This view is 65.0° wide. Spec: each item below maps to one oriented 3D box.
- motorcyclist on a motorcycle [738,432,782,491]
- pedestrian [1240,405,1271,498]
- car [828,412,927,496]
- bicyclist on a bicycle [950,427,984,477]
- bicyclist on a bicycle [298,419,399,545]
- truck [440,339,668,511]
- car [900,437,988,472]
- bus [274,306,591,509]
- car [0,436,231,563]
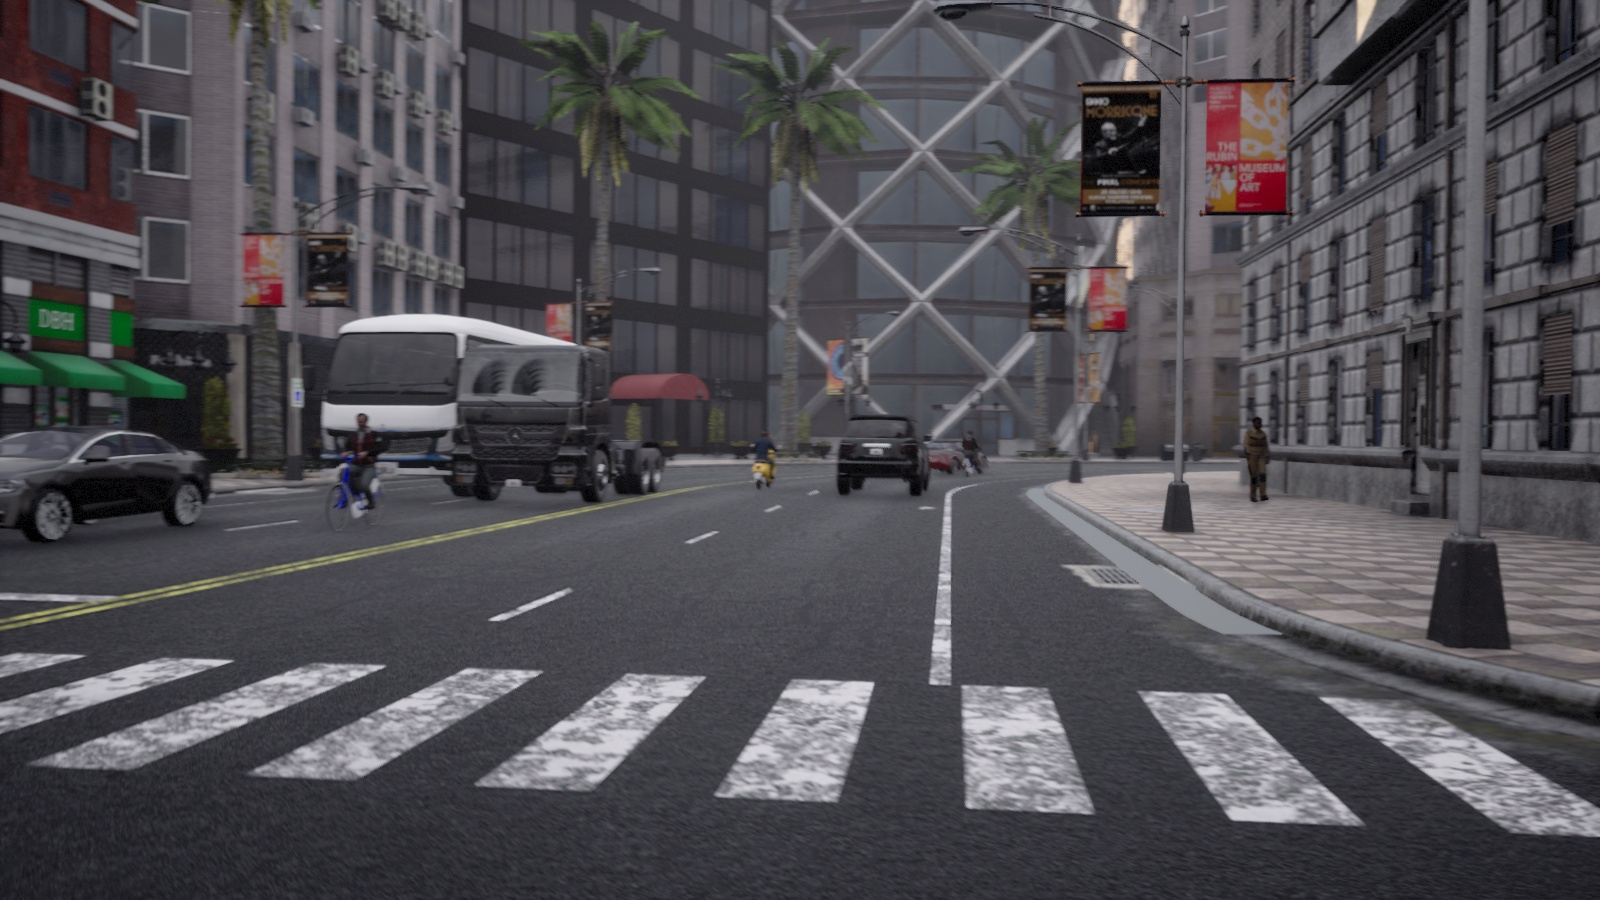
[{"bbox_3d":[-1.101,0.303,35.007,0.866,1.590,1.817,0,1,10],"label":"motorcyclist on a motorcycle"},{"bbox_3d":[9.611,0.023,26.510,0.396,1.930,0.692,0,1,1],"label":"pedestrian"},{"bbox_3d":[2.170,0.062,33.482,2.150,2.045,5.566,0,1,8],"label":"car"},{"bbox_3d":[6.057,0.052,45.405,0.659,1.776,1.843,0,1,26],"label":"bicyclist on a bicycle"},{"bbox_3d":[-6.686,0.443,18.698,0.659,1.776,1.843,0,1,6],"label":"bicyclist on a bicycle"},{"bbox_3d":[-5.419,-0.538,29.378,2.891,3.462,7.936,0,1,7],"label":"truck"},{"bbox_3d":[6.042,0.168,52.292,1.994,1.385,4.181,0,1,33],"label":"car"},{"bbox_3d":[-8.674,-0.935,31.760,3.944,4.253,10.273,0,1,7],"label":"bus"},{"bbox_3d":[-10.314,0.569,17.479,2.128,1.511,4.902,0,1,6],"label":"car"}]
